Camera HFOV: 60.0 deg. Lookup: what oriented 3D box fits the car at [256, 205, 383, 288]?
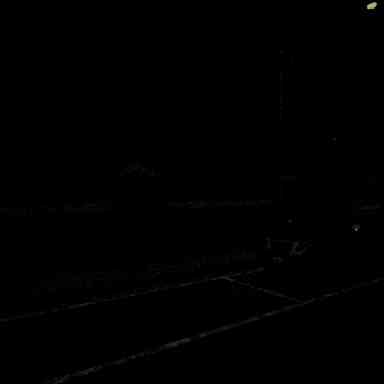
[{"bbox_3d":[4.104,1.313,9.466,5.009,1.841,2.192,0,0,-36],"label":"car"}]
